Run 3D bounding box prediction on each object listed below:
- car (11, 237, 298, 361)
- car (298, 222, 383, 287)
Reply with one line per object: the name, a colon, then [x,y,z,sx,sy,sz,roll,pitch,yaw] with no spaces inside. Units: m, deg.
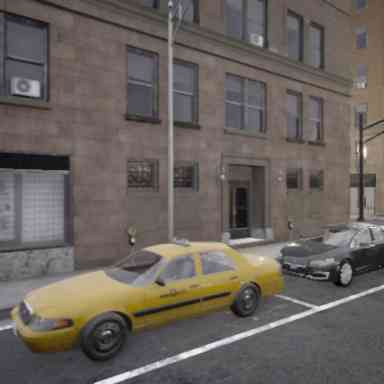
car: [-0.424,1.524,5.886,4.829,1.417,1.752,0,0,-36]
car: [4.207,1.545,9.190,4.403,1.369,2.008,0,0,-36]
